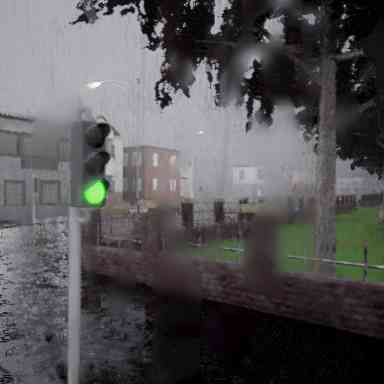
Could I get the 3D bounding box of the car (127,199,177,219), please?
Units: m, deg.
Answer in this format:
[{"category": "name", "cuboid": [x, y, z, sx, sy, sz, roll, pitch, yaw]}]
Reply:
[{"category": "car", "cuboid": [-3.127, 1.335, 26.791, 2.128, 1.511, 4.902, 1, 0, 34]}]
